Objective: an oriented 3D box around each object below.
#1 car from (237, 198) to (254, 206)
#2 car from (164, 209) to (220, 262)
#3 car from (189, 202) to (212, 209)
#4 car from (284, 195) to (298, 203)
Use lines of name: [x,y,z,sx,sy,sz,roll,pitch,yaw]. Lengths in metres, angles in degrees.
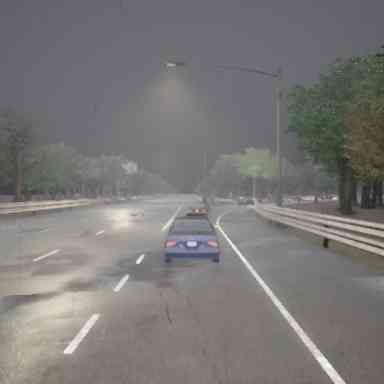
car: [9.631,1.724,58.566,2.033,1.411,5.357,0,0,28]
car: [-0.004,1.586,12.266,2.033,1.411,5.357,0,0,0]
car: [0.781,1.644,30.485,2.033,1.411,5.357,0,0,8]
car: [22.702,1.552,77.228,2.097,1.767,4.553,0,0,45]
